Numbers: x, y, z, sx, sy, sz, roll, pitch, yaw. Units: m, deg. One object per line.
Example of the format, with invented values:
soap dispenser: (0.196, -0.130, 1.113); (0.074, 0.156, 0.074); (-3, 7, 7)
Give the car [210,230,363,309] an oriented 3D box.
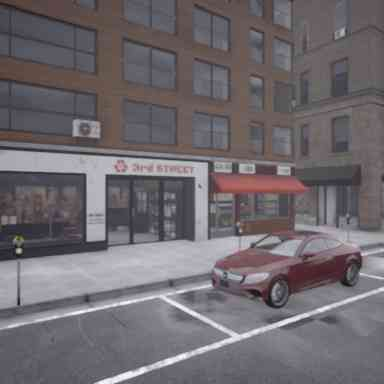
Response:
car: (2.362, 1.585, 7.812); (4.206, 1.307, 1.802); (0, 0, -35)
